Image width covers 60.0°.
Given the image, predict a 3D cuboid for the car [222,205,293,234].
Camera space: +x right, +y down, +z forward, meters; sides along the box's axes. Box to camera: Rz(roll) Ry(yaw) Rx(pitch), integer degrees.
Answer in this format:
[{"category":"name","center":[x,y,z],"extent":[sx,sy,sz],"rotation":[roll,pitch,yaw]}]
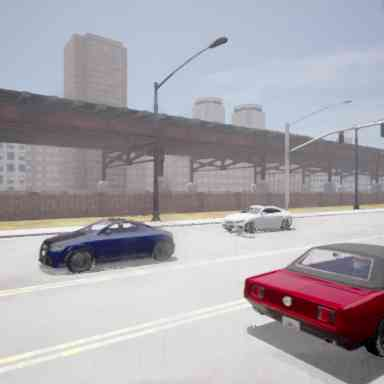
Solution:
[{"category":"car","center":[3.895,1.521,19.314],"extent":[4.674,1.442,1.812],"rotation":[0,0,-34]}]

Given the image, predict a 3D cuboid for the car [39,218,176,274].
[{"category":"car","center":[-2.591,1.563,10.663],"extent":[4.181,1.385,1.994],"rotation":[0,0,-34]}]

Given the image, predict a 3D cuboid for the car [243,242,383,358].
[{"category":"car","center":[3.262,1.599,6.001],"extent":[4.718,1.301,1.895],"rotation":[0,0,-34]}]
